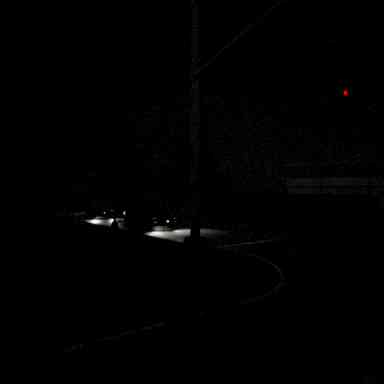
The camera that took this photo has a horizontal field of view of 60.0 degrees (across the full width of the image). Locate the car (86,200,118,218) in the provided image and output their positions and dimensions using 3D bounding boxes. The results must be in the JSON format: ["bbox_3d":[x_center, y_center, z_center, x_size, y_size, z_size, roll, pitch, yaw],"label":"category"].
[{"bbox_3d":[-8.386,1.505,30.084,1.837,1.490,4.892,0,0,-26],"label":"car"}]

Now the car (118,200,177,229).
[{"bbox_3d":[-2.860,1.505,21.838,1.837,1.490,4.892,0,0,-36],"label":"car"}]
